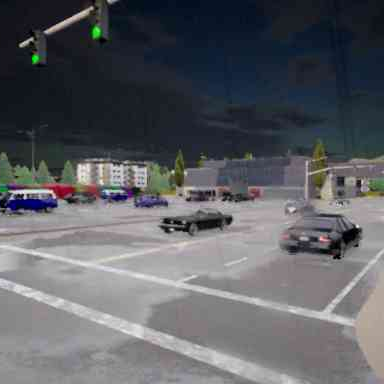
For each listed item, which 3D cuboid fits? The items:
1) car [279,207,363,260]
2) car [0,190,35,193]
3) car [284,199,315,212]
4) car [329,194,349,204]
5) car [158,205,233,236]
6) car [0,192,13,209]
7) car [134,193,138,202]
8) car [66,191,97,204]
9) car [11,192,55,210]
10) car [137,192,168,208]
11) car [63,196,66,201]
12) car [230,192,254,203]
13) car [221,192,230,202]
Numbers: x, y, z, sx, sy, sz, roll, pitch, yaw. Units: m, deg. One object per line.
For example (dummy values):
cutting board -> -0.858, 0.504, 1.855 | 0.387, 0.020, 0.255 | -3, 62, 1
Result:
car -> 5.076, 1.544, 12.678 | 2.033, 1.411, 5.357 | 1, 0, 36
car -> -23.770, 0.805, 43.664 | 1.932, 1.855, 4.605 | 1, 0, 37
car -> 10.335, 1.418, 31.762 | 2.128, 1.511, 4.902 | 1, 0, 36
car -> 19.589, 1.034, 44.153 | 1.837, 1.490, 4.892 | 1, 0, 36
car -> 0.299, 1.538, 18.165 | 1.895, 1.301, 4.718 | 1, 0, 36
car -> -21.588, 1.037, 42.106 | 1.784, 1.438, 3.905 | 1, 0, 37
car -> -11.135, 0.959, 74.879 | 1.970, 1.475, 3.806 | 1, 0, 37
car -> -19.246, 0.751, 59.065 | 1.932, 1.855, 4.605 | 1, 0, 37
car -> -19.264, 1.092, 40.379 | 1.970, 1.475, 3.806 | 1, 0, 37
car -> -5.629, 1.131, 49.064 | 1.970, 1.475, 3.806 | 1, 0, 37
car -> -21.534, 0.937, 60.845 | 1.784, 1.438, 3.905 | 1, 0, 37
car -> 9.250, 0.925, 59.702 | 1.932, 1.855, 4.605 | 1, 0, 37
car -> 6.959, 0.904, 61.471 | 1.905, 1.878, 3.866 | 1, 0, 37
